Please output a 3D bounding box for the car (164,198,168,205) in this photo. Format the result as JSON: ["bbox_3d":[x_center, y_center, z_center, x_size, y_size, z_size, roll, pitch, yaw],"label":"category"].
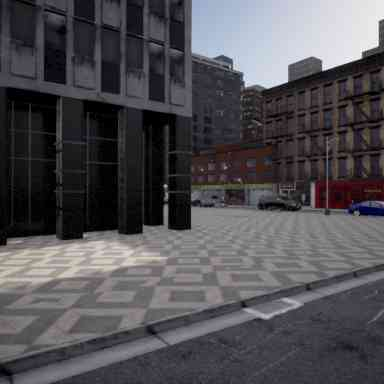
[{"bbox_3d":[-4.045,1.842,65.059,1.837,1.490,4.892,0,0,-36],"label":"car"}]

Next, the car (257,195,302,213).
[{"bbox_3d":[10.419,1.404,40.085,2.150,2.045,5.566,0,-1,-36],"label":"car"}]

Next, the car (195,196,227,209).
[{"bbox_3d":[3.165,1.743,50.017,2.128,1.511,4.902,0,0,-36],"label":"car"}]

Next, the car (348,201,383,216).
[{"bbox_3d":[17.180,1.576,30.847,1.882,1.535,5.008,0,-1,-37],"label":"car"}]

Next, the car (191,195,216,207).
[{"bbox_3d":[2.176,1.520,56.661,2.150,2.045,5.566,0,0,-36],"label":"car"}]
